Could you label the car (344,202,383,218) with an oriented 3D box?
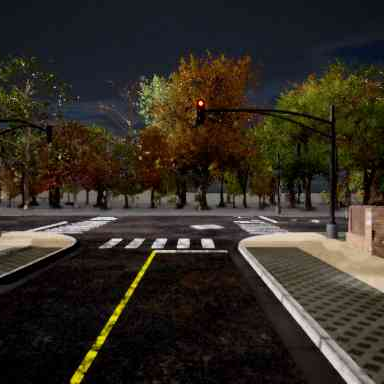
[{"bbox_3d":[14.662,1.555,26.411,4.892,1.490,1.837,0,0,0],"label":"car"}]
